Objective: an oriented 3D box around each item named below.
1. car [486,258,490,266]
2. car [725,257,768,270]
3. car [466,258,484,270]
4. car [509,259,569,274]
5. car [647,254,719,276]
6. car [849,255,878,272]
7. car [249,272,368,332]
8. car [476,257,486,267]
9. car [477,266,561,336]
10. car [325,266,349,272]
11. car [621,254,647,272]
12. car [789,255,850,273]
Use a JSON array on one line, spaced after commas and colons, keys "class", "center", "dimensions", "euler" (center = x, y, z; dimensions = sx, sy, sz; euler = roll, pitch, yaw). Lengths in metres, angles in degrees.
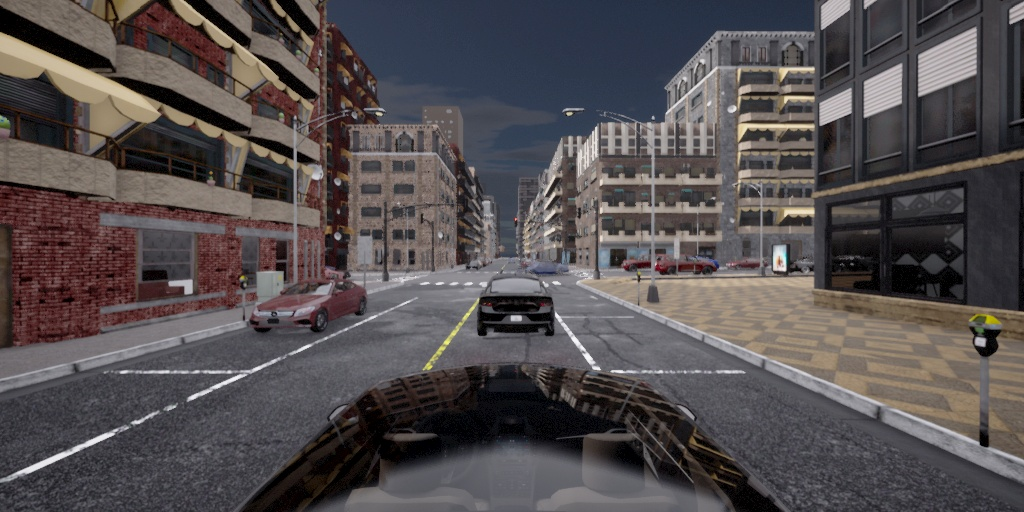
[{"class": "car", "center": [-5.712, 1.059, 64.115], "dimensions": [2.192, 1.841, 5.009], "euler": [0, 0, 0]}, {"class": "car", "center": [25.653, 0.808, 39.193], "dimensions": [4.207, 1.307, 1.802], "euler": [0, 0, -1]}, {"class": "car", "center": [-5.708, 1.308, 52.750], "dimensions": [1.948, 1.339, 4.313], "euler": [0, 0, 0]}, {"class": "car", "center": [2.862, 1.208, 34.552], "dimensions": [5.357, 1.411, 2.033], "euler": [-1, 0, -24]}, {"class": "car", "center": [14.699, 0.766, 30.713], "dimensions": [5.009, 1.841, 2.192], "euler": [0, 0, -1]}, {"class": "car", "center": [31.340, 0.705, 30.864], "dimensions": [4.313, 1.339, 1.948], "euler": [0, 0, -1]}, {"class": "car", "center": [-5.744, 1.328, 10.726], "dimensions": [1.802, 1.307, 4.207], "euler": [0, 0, 0]}, {"class": "car", "center": [-5.711, 1.269, 58.262], "dimensions": [1.751, 1.417, 4.829], "euler": [0, 0, 0]}, {"class": "car", "center": [0.096, 1.224, 10.387], "dimensions": [1.882, 1.535, 5.008], "euler": [0, 0, 0]}, {"class": "car", "center": [-17.188, 1.597, 33.009], "dimensions": [4.181, 1.385, 1.994], "euler": [-1, 0, -1]}, {"class": "car", "center": [14.562, 0.748, 39.092], "dimensions": [5.009, 1.841, 2.192], "euler": [0, 0, -1]}, {"class": "car", "center": [25.793, 0.810, 30.814], "dimensions": [4.313, 1.339, 1.948], "euler": [0, 0, -1]}]
